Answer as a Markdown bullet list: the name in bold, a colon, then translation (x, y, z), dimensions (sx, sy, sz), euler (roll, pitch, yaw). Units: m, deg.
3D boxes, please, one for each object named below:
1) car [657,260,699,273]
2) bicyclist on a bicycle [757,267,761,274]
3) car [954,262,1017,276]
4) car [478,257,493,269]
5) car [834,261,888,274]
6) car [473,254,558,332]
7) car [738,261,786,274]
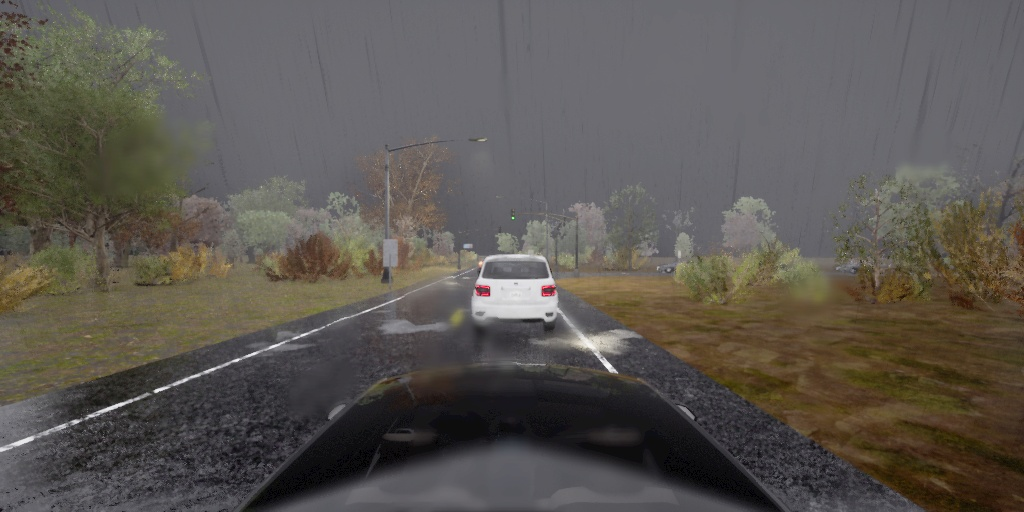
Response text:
- **car**: translation (19.360, 1.255, 41.599), dimensions (4.902, 1.511, 2.128), euler (0, 0, 1)
- **bicyclist on a bicycle**: translation (24.010, 1.223, 35.220), dimensions (0.582, 1.620, 1.656), euler (0, 0, 1)
- **car**: translation (49.065, 1.279, 37.105), dimensions (4.902, 1.511, 2.128), euler (0, 0, 5)
- **car**: translation (-4.218, 1.104, 57.548), dimensions (2.097, 1.767, 4.553), euler (0, 0, -2)
- **car**: translation (39.710, 1.269, 40.894), dimensions (4.902, 1.511, 2.128), euler (0, 0, 3)
- **car**: translation (0.085, 0.973, 11.015), dimensions (2.150, 2.045, 5.566), euler (0, 0, 0)
- **car**: translation (28.722, 1.247, 41.399), dimensions (5.008, 1.535, 1.882), euler (0, 0, 2)
